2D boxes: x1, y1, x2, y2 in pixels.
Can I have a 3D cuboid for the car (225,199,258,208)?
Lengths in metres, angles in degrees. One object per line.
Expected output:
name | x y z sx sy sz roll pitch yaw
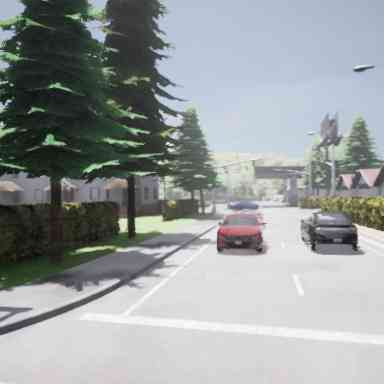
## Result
car | 7.652 2.127 49.152 4.674 1.442 1.812 -1 -1 41

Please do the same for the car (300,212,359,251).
car | 6.092 1.673 15.116 2.128 1.511 4.902 -1 -1 12

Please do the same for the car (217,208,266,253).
car | 2.319 1.726 15.292 1.882 1.535 5.008 -1 -1 12

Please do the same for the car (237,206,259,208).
car | 4.487 1.987 25.061 1.895 1.301 4.718 -1 -1 13

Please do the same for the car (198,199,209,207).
car | 1.088 2.337 70.887 3.866 1.878 1.905 -1 -1 12

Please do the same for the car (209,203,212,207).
car | 2.388 2.654 74.004 3.806 1.475 1.970 -1 -1 12
